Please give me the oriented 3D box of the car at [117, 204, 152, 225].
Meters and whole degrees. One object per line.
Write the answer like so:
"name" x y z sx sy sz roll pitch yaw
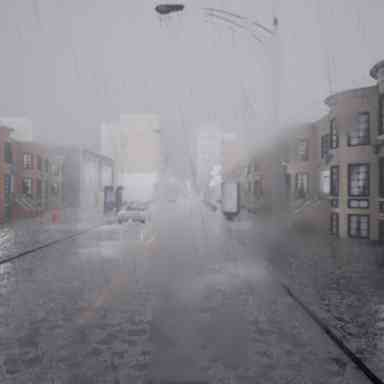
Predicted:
"car" -4.097 1.586 24.263 1.895 1.301 4.718 0 0 0

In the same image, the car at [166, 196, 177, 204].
"car" -3.993 1.512 65.317 2.033 1.411 5.357 0 0 0
